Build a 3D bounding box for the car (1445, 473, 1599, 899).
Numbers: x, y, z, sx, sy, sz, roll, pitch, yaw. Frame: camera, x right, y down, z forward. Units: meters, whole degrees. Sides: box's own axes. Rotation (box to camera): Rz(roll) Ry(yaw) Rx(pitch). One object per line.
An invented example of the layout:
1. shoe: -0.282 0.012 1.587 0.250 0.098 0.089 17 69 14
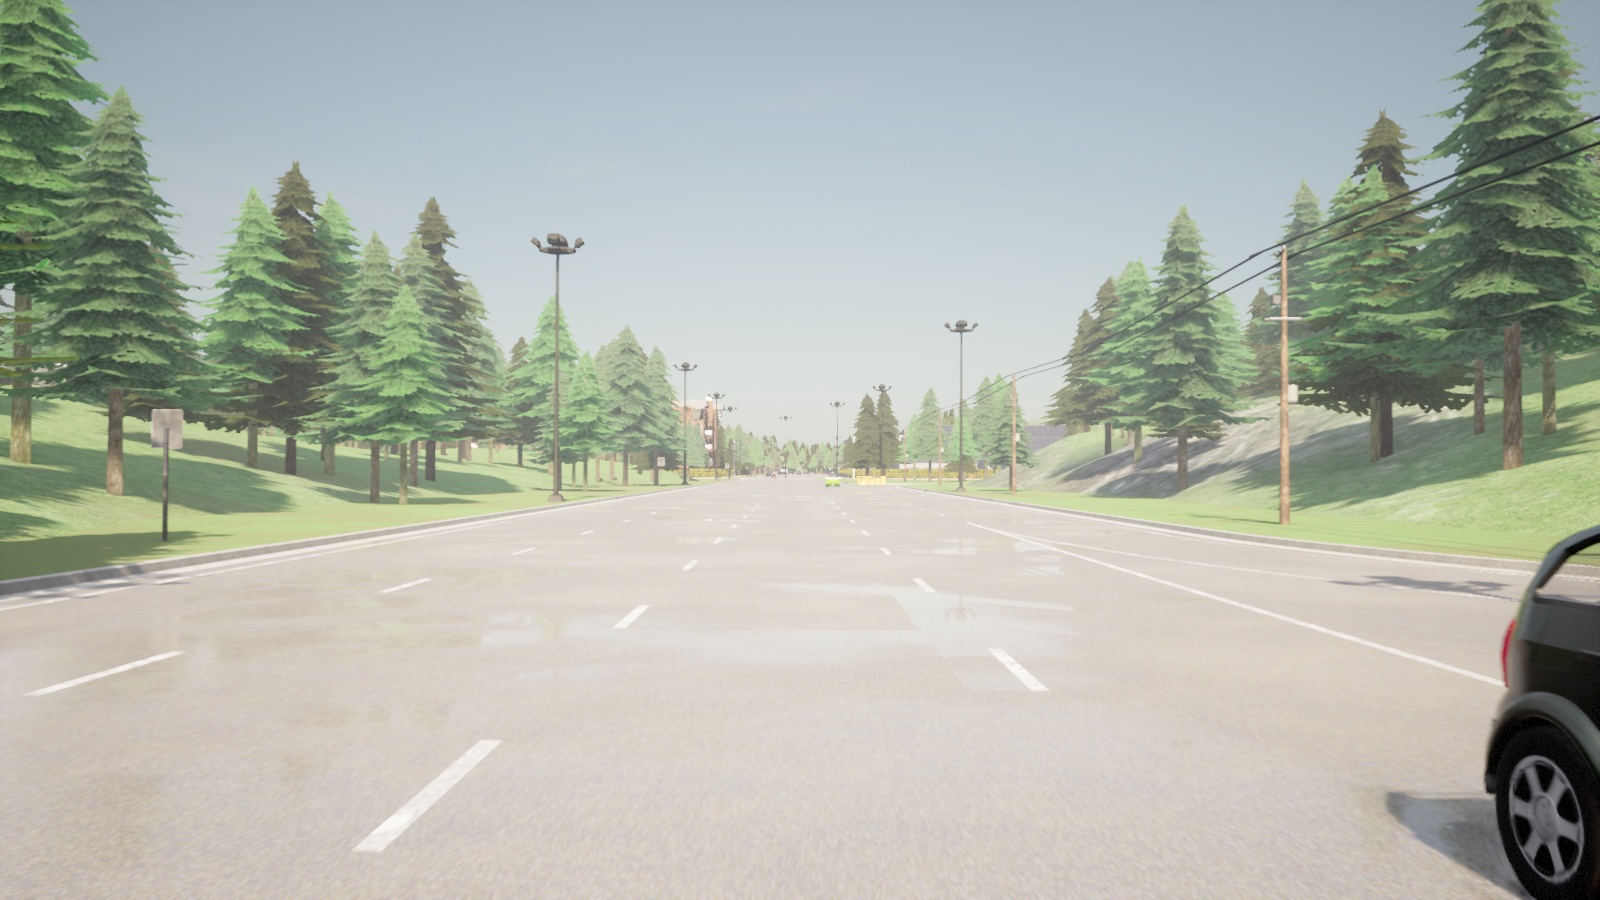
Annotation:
1. car: 3.492 0.832 3.176 1.789 1.549 3.705 0 -1 0
